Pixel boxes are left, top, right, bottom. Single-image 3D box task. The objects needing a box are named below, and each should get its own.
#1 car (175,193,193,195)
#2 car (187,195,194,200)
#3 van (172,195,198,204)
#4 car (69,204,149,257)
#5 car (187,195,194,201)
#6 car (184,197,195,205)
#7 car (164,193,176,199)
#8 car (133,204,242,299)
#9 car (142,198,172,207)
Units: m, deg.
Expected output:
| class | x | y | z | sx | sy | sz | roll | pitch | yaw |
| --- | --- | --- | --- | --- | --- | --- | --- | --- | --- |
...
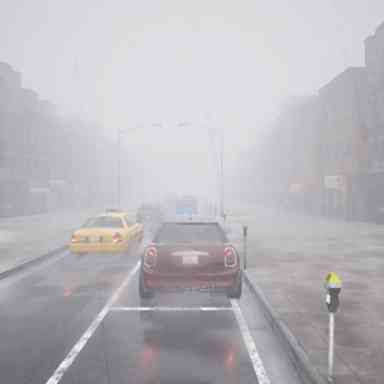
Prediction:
| class | x | y | z | sx | sy | sz | roll | pitch | yaw |
| --- | --- | --- | --- | --- | --- | --- | --- | --- | --- |
| car | -0.402 | 1.302 | 36.607 | 2.192 | 1.841 | 5.009 | -1 | 0 | 0 |
| car | -0.395 | 1.542 | 91.932 | 1.947 | 1.339 | 4.313 | -1 | 0 | 0 |
| van | -0.402 | 1.332 | 25.542 | 1.690 | 1.788 | 3.998 | -1 | 0 | 0 |
| car | -3.021 | 1.450 | 12.850 | 1.801 | 1.575 | 5.366 | 0 | 0 | 0 |
| car | -0.395 | 1.542 | 86.399 | 1.947 | 1.339 | 4.313 | -1 | 0 | 0 |
| car | -0.396 | 1.562 | 58.737 | 1.802 | 1.307 | 4.206 | -1 | 0 | 0 |
| car | -2.921 | 1.204 | 49.124 | 2.150 | 2.045 | 5.566 | 0 | 0 | 0 |
| car | -0.032 | 1.349 | 8.622 | 2.097 | 1.767 | 4.553 | 0 | 0 | 0 |
| car | -2.941 | 1.483 | 24.795 | 2.128 | 1.511 | 4.902 | 0 | 0 | 0 |
